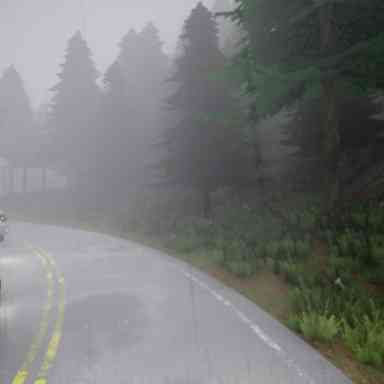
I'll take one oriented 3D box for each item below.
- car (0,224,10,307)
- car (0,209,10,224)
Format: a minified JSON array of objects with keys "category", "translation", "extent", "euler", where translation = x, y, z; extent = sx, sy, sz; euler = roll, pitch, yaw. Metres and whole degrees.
[{"category":"car","translation":[-3.942,1.517,4.346],"extent":[1.837,1.490,4.892],"euler":[-1,1,-17]},{"category":"car","translation":[-9.540,0.900,13.679],"extent":[5.566,2.045,2.150],"euler":[3,1,41]}]
